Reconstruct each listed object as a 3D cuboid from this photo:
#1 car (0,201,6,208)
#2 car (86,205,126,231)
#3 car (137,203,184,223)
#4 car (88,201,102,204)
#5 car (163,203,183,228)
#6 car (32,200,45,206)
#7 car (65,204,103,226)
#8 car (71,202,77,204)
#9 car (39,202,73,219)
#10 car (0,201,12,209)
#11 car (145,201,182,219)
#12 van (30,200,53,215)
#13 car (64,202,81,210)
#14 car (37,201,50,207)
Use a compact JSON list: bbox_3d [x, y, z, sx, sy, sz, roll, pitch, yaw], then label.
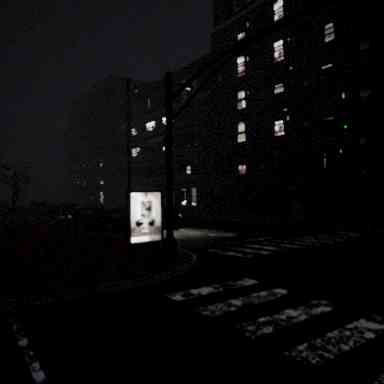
[{"bbox_3d":[-44.724,2.865,77.310,1.887,1.381,4.507,-2,0,-36],"label":"car"},{"bbox_3d":[-5.450,1.889,23.237,2.008,1.369,4.403,-2,0,-36],"label":"car"},{"bbox_3d":[-2.930,1.827,29.846,1.882,1.535,5.008,-1,-1,-36],"label":"car"},{"bbox_3d":[-14.982,2.122,50.753,1.967,1.590,4.097,-2,0,-36],"label":"car"},{"bbox_3d":[-2.549,1.653,23.891,2.097,1.767,4.553,-1,-1,-36],"label":"car"},{"bbox_3d":[-37.953,2.801,82.248,1.887,1.381,4.507,-2,0,-36],"label":"car"},{"bbox_3d":[-8.731,1.971,27.737,2.008,1.369,4.403,-2,0,-36],"label":"car"},{"bbox_3d":[-15.428,2.127,41.597,1.837,1.490,4.892,-1,-1,-36],"label":"car"},{"bbox_3d":[-14.840,2.117,36.190,1.887,1.381,4.507,-2,0,-36],"label":"car"},{"bbox_3d":[-38.161,2.706,68.311,2.008,1.369,4.403,-2,0,-36],"label":"car"},{"bbox_3d":[-3.072,1.827,34.634,1.967,1.590,4.097,-2,0,-36],"label":"car"},{"bbox_3d":[-19.785,2.037,43.059,1.690,1.788,3.998,-2,0,-36],"label":"van"},{"bbox_3d":[-21.545,2.427,59.749,1.802,1.307,4.206,-2,0,-36],"label":"car"},{"bbox_3d":[-34.671,2.740,77.748,1.947,1.339,4.313,-2,0,-36],"label":"car"}]
